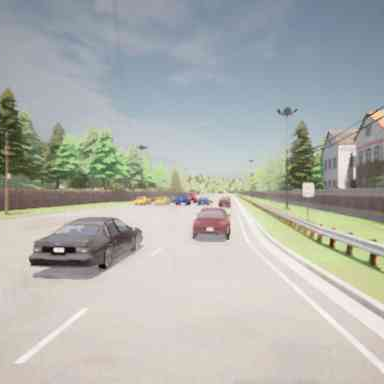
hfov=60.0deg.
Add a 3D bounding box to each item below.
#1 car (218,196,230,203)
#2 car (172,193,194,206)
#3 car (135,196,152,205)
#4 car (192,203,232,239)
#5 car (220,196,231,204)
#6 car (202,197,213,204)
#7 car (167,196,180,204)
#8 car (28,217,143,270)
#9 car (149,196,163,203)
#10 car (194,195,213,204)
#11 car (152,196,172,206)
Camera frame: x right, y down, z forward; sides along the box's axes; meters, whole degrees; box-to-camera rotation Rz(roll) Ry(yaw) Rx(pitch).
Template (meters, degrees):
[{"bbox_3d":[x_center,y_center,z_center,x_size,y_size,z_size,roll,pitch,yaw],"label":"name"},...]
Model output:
[{"bbox_3d":[4.918,1.555,50.431,1.812,1.442,4.674,0,0,6],"label":"car"},{"bbox_3d":[-1.481,1.243,56.765,2.150,2.045,5.566,0,0,7],"label":"car"},{"bbox_3d":[-8.438,1.488,57.542,1.882,1.535,5.008,0,0,7],"label":"car"},{"bbox_3d":[1.087,1.535,17.441,1.812,1.442,4.674,0,0,6],"label":"car"},{"bbox_3d":[6.720,1.535,66.664,2.128,1.511,4.902,0,0,7],"label":"car"},{"bbox_3d":[3.196,1.653,66.712,1.895,1.301,4.718,0,0,7],"label":"car"},{"bbox_3d":[-3.760,1.594,67.489,1.994,1.385,4.181,0,0,7],"label":"car"},{"bbox_3d":[-3.157,1.547,11.111,2.033,1.411,5.357,0,0,7],"label":"car"},{"bbox_3d":[-7.233,1.601,67.923,1.895,1.301,4.718,0,0,7],"label":"car"},{"bbox_3d":[1.992,1.505,56.331,1.882,1.535,5.008,0,0,7],"label":"car"},{"bbox_3d":[-4.962,1.494,57.139,1.882,1.535,5.008,0,0,7],"label":"car"}]
